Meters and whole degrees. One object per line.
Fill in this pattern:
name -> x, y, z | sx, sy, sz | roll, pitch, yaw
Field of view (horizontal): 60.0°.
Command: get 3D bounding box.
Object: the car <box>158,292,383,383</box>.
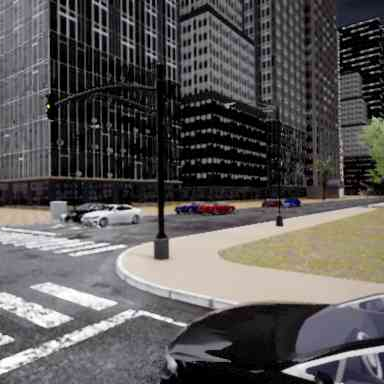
car -> 1.923, 1.491, 2.313 | 4.902, 1.511, 2.128 | 0, 0, 35

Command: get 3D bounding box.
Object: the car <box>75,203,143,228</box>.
car -> -5.491, 1.607, 23.391 | 1.812, 1.442, 4.674 | -1, -1, 37

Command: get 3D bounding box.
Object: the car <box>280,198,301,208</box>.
car -> 15.228, 1.644, 50.748 | 1.812, 1.442, 4.674 | -1, -1, 37

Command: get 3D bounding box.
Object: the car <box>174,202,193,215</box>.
car -> 0.137, 1.750, 36.264 | 1.895, 1.301, 4.718 | -1, -1, 37

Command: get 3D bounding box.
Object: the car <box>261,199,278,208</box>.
car -> 12.597, 1.735, 52.656 | 1.994, 1.385, 4.181 | -1, -1, 37

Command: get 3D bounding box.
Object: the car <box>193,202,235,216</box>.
car -> 2.502, 1.697, 34.001 | 1.895, 1.301, 4.718 | -1, -1, 37

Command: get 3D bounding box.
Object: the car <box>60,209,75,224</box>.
car -> -7.764, 1.626, 25.774 | 2.128, 1.511, 4.902 | -1, -1, 37
